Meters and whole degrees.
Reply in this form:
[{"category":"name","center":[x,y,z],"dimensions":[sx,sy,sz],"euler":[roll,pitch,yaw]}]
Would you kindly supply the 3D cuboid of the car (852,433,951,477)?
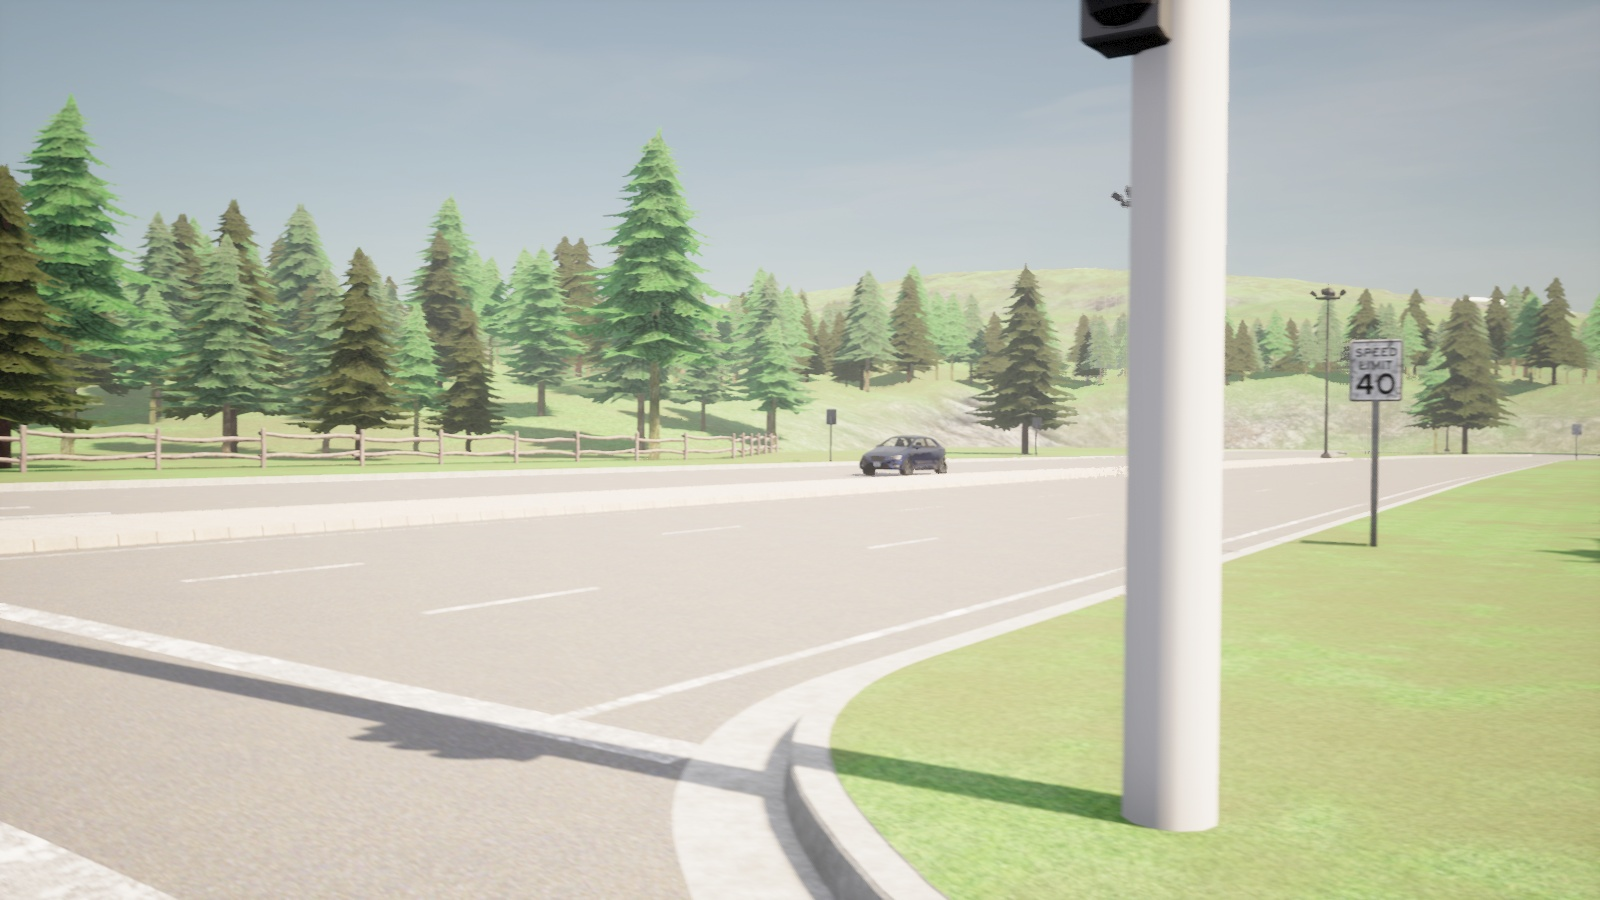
[{"category":"car","center":[3.743,0.149,45.583],"dimensions":[1.816,1.474,4.193],"euler":[0,1,32]}]
